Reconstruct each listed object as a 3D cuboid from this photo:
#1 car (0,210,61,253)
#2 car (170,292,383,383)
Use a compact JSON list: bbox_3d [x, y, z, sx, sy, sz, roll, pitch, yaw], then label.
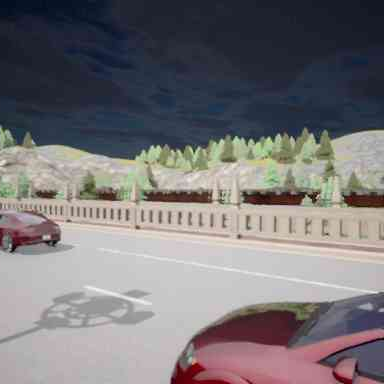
[{"bbox_3d":[-7.134,1.468,13.383,4.674,1.442,1.812,0,0,36],"label":"car"},{"bbox_3d":[1.848,1.564,2.674,4.181,1.385,1.994,0,0,36],"label":"car"}]
